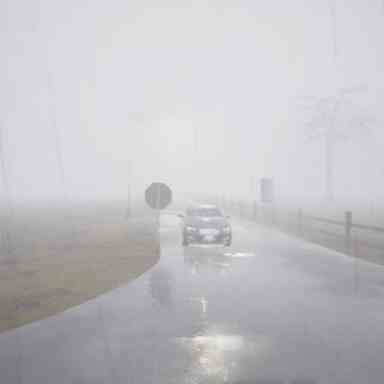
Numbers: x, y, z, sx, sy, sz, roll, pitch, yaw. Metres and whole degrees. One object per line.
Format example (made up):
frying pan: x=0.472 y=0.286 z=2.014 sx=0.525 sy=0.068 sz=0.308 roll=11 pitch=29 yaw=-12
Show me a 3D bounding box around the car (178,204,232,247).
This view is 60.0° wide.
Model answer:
car: x=0.443 y=1.298 z=14.055 sx=2.128 sy=1.511 sz=4.902 roll=2 pitch=1 yaw=-4
